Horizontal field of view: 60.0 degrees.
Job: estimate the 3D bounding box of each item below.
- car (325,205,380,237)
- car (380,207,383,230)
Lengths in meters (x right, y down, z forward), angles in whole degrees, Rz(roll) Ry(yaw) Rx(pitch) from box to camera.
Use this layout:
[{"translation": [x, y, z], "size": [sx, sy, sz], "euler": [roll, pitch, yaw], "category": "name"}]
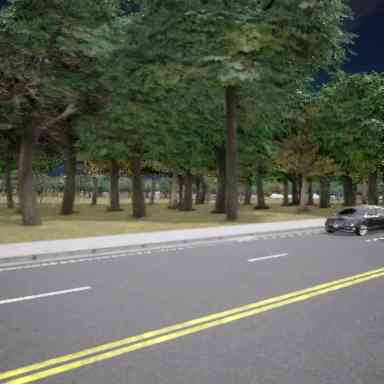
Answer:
[{"translation": [9.261, 1.505, 18.275], "size": [4.892, 1.490, 1.837], "euler": [0, 0, -35], "category": "car"}, {"translation": [11.111, 1.352, 15.603], "size": [4.553, 1.767, 2.097], "euler": [0, 0, -35], "category": "car"}]
